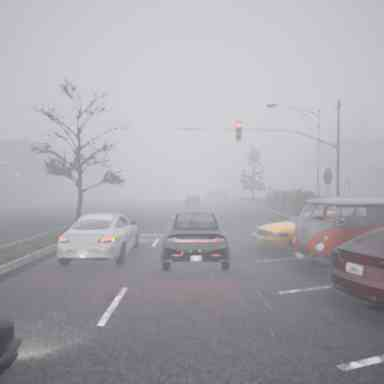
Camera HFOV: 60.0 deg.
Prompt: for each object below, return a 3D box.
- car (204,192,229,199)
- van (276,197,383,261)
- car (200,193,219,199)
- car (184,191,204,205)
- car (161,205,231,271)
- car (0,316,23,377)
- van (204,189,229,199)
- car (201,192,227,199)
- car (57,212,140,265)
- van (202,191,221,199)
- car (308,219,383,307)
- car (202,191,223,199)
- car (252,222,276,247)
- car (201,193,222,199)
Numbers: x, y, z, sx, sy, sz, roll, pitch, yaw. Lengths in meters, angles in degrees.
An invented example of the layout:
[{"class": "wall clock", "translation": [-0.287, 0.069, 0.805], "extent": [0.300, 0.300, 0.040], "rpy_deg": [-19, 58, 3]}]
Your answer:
[{"class": "car", "translation": [5.069, 0.765, 67.953], "extent": [4.674, 1.452, 2.002], "rpy_deg": [1, -1, -20]}, {"class": "van", "translation": [4.964, 1.150, 9.668], "extent": [4.442, 1.987, 1.878], "rpy_deg": [1, 1, -20]}, {"class": "car", "translation": [5.080, 1.054, 94.752], "extent": [5.008, 1.535, 2.097], "rpy_deg": [1, -1, -20]}, {"class": "car", "translation": [0.084, 0.893, 41.266], "extent": [2.128, 1.511, 4.902], "rpy_deg": [-1, 2, 0]}, {"class": "car", "translation": [0.101, 1.368, 10.456], "extent": [2.128, 1.511, 4.902], "rpy_deg": [0, 1, 0]}, {"class": "car", "translation": [-2.900, 1.528, 1.400], "extent": [2.033, 1.411, 5.357], "rpy_deg": [0, 1, 0]}, {"class": "van", "translation": [4.968, 0.461, 64.932], "extent": [4.442, 1.987, 1.878], "rpy_deg": [1, 0, -20]}, {"class": "car", "translation": [4.901, 0.791, 73.841], "extent": [5.366, 1.575, 1.946], "rpy_deg": [1, 0, -20]}, {"class": "car", "translation": [-2.905, 1.396, 10.988], "extent": [1.812, 1.442, 4.674], "rpy_deg": [0, 1, -1]}, {"class": "van", "translation": [4.971, 0.714, 85.778], "extent": [4.442, 1.987, 1.878], "rpy_deg": [1, 0, -20]}, {"class": "car", "translation": [5.096, 1.440, 6.744], "extent": [4.792, 1.488, 2.163], "rpy_deg": [1, 0, -20]}, {"class": "car", "translation": [5.107, 0.781, 82.851], "extent": [4.553, 1.767, 2.185], "rpy_deg": [1, 0, -20]}, {"class": "car", "translation": [4.898, 1.338, 12.629], "extent": [5.366, 1.575, 1.946], "rpy_deg": [1, 1, -20]}, {"class": "car", "translation": [5.248, 0.978, 88.866], "extent": [5.366, 1.575, 1.946], "rpy_deg": [1, -1, -20]}]
